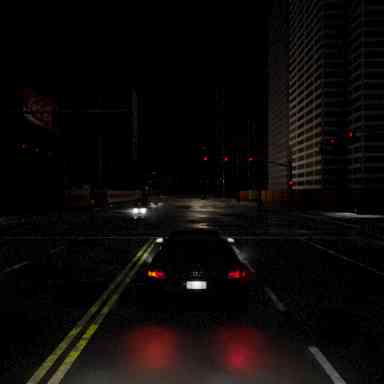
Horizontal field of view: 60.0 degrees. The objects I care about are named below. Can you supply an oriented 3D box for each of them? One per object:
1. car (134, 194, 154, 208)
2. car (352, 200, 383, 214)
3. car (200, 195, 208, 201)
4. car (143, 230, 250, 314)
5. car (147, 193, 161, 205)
[{"bbox_3d":[-7.214,1.491,48.086,2.128,1.511,4.902,0,0,0],"label":"car"},{"bbox_3d":[19.626,1.547,34.492,5.357,1.411,2.033,0,0,0],"label":"car"},{"bbox_3d":[3.268,1.525,87.544,2.128,1.511,4.902,0,0,0],"label":"car"},{"bbox_3d":[0.076,1.564,7.706,1.994,1.385,4.181,0,0,0],"label":"car"},{"bbox_3d":[-7.229,1.222,58.235,2.150,2.045,5.566,0,0,0],"label":"car"}]
